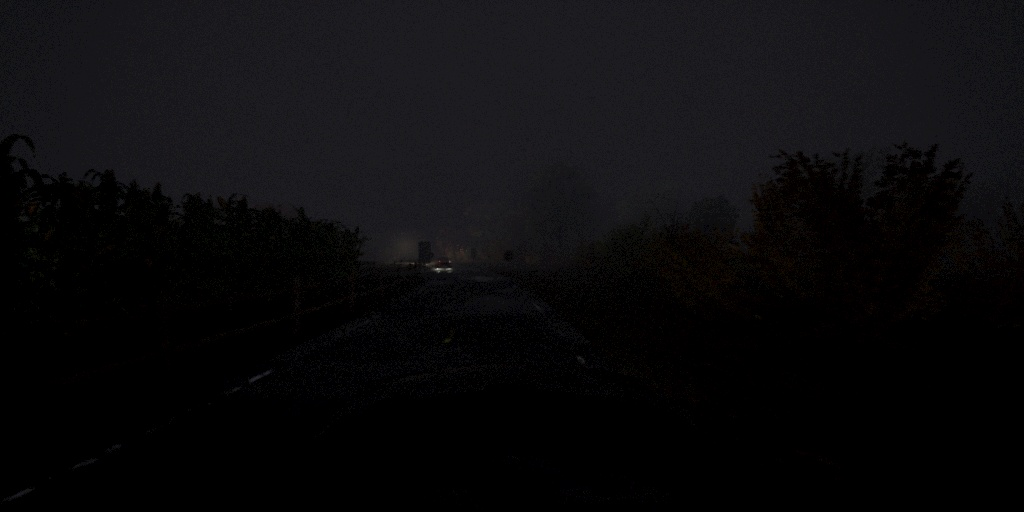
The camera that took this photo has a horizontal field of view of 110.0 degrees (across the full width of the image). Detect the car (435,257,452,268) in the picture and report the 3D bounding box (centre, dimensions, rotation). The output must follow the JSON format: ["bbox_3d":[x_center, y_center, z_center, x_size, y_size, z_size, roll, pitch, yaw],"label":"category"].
[{"bbox_3d":[-10.357,0.877,54.122,2.097,1.767,4.553,0,0,-17],"label":"car"}]
